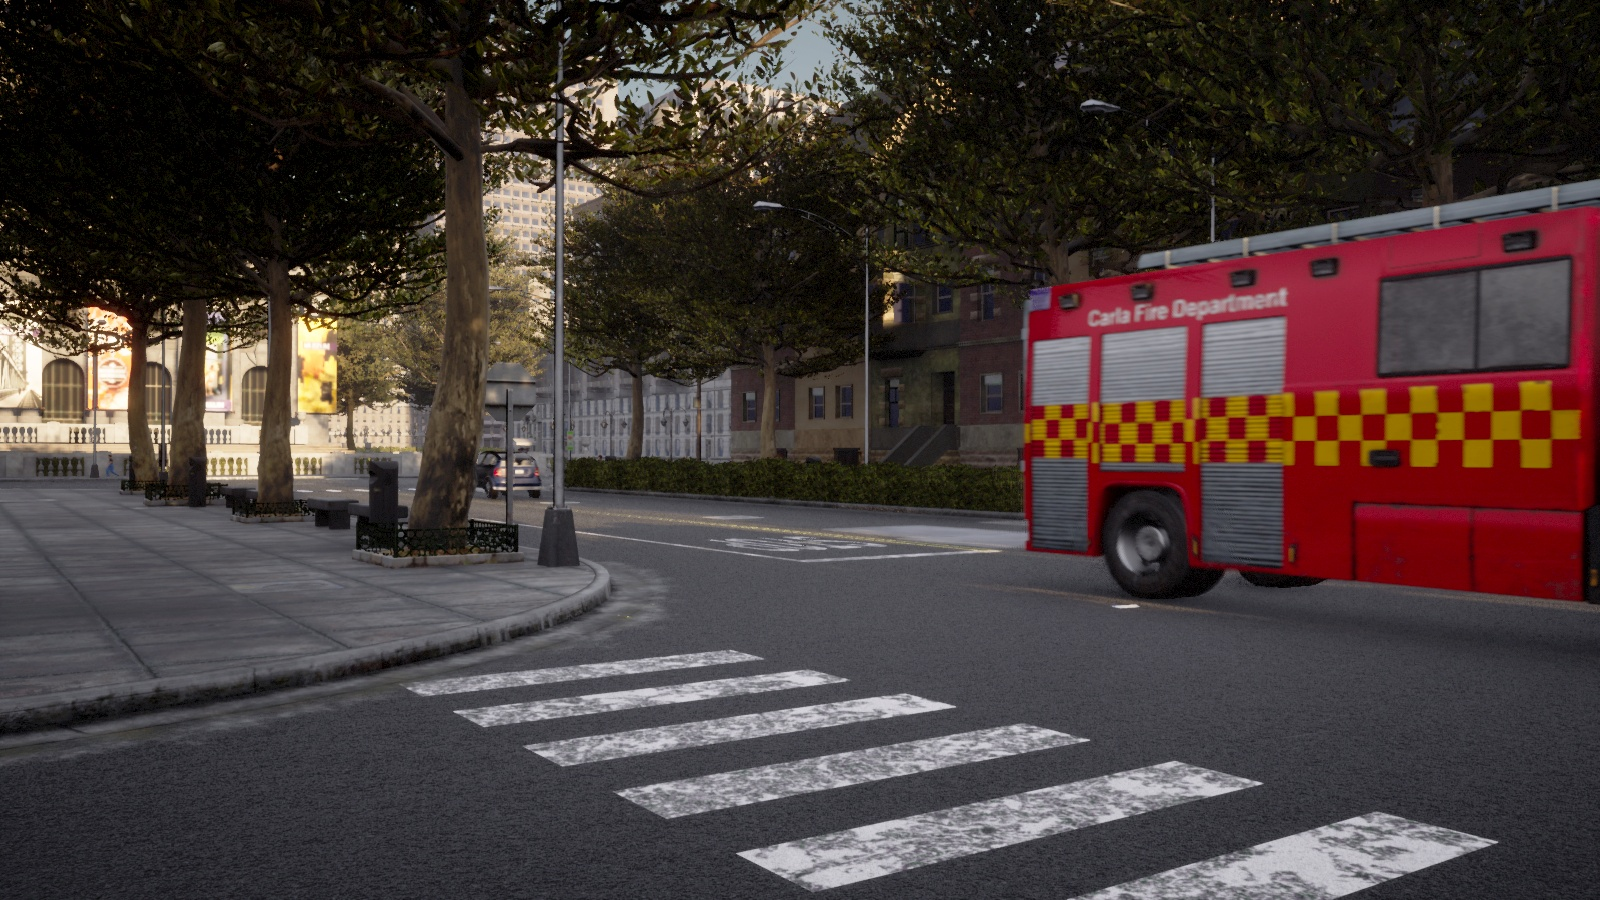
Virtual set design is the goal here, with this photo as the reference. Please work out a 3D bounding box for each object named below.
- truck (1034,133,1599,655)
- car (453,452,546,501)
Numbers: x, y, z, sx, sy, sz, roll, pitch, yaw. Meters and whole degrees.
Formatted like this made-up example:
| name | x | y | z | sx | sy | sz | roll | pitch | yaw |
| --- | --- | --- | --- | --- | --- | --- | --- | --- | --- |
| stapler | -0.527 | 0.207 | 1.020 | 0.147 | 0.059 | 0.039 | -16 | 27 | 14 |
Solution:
| name | x | y | z | sx | sy | sz | roll | pitch | yaw |
| --- | --- | --- | --- | --- | --- | --- | --- | --- | --- |
| truck | 6.182 | -0.405 | 11.326 | 2.891 | 3.827 | 8.468 | 0 | 0 | -34 |
| car | -9.991 | 0.846 | 41.573 | 1.789 | 1.549 | 3.705 | 0 | 0 | -34 |
